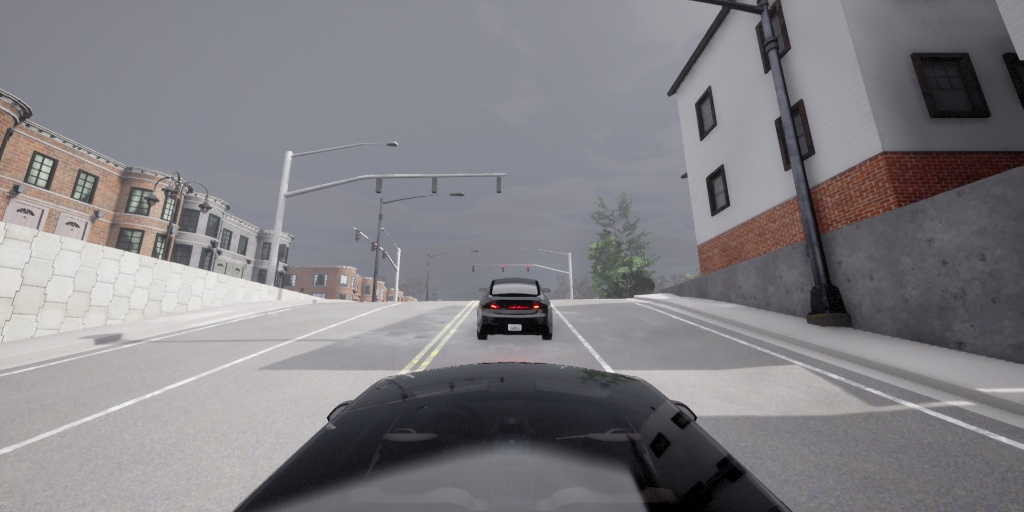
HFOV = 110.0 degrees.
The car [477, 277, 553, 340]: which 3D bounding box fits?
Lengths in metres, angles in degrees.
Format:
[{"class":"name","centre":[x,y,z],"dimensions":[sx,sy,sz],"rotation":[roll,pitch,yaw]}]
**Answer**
[{"class":"car","centre":[0.078,1.351,10.332],"dimensions":[1.837,1.490,4.892],"rotation":[0,0,0]}]
